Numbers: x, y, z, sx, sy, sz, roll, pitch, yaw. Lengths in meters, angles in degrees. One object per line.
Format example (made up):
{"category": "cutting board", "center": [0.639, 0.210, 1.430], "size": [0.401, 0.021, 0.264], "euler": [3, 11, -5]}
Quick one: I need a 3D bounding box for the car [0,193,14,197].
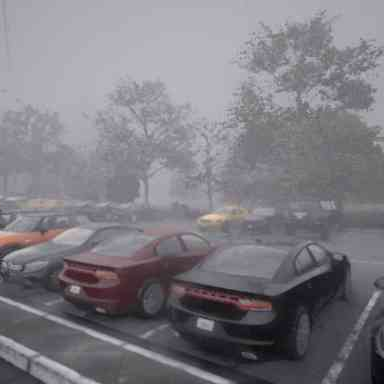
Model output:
{"category": "car", "center": [-20.188, 1.240, 38.293], "size": [2.002, 1.452, 4.674], "euler": [2, 1, 36]}

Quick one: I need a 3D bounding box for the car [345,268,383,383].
{"category": "car", "center": [3.858, 1.560, 4.659], "size": [2.163, 1.488, 4.792], "euler": [-1, -1, 36]}

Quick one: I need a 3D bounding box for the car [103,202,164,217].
{"category": "car", "center": [-4.284, 1.588, 26.749], "size": [2.231, 1.521, 4.892], "euler": [1, 0, 36]}

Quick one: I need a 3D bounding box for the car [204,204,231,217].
{"category": "car", "center": [2.277, 1.609, 21.770], "size": [1.946, 1.575, 5.366], "euler": [0, 0, 36]}

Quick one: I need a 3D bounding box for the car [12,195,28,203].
{"category": "car", "center": [-15.464, 1.361, 35.093], "size": [1.946, 1.575, 5.366], "euler": [2, 1, 36]}

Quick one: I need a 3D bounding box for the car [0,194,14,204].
{"category": "car", "center": [-17.816, 1.318, 36.605], "size": [2.163, 1.488, 4.792], "euler": [2, 1, 36]}

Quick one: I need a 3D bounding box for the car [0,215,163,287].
{"category": "car", "center": [-2.895, 1.648, 9.596], "size": [2.002, 1.452, 4.674], "euler": [-1, 0, 36]}

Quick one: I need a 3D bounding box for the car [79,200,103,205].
{"category": "car", "center": [-6.646, 1.560, 28.463], "size": [2.097, 1.535, 5.008], "euler": [1, 0, 36]}

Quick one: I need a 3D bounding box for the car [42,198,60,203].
{"category": "car", "center": [-11.178, 1.512, 31.720], "size": [2.163, 1.488, 4.792], "euler": [1, 1, 36]}

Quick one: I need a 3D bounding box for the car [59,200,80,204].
{"category": "car", "center": [-8.904, 1.526, 30.101], "size": [2.097, 1.535, 5.008], "euler": [1, 1, 36]}

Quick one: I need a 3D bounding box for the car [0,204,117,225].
{"category": "car", "center": [-5.135, 1.492, 11.256], "size": [2.185, 1.767, 4.553], "euler": [0, 0, 36]}

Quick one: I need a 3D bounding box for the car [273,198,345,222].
{"category": "car", "center": [6.917, 1.335, 18.669], "size": [2.435, 2.045, 5.566], "euler": [-1, 0, 36]}

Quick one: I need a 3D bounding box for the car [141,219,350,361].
{"category": "car", "center": [1.616, 1.564, 6.315], "size": [2.097, 1.535, 5.008], "euler": [-1, 0, 36]}

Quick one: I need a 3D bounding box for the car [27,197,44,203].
{"category": "car", "center": [-13.201, 1.427, 33.452], "size": [1.946, 1.575, 5.366], "euler": [2, 1, 36]}

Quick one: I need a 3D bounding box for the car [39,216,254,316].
{"category": "car", "center": [-0.643, 1.590, 7.951], "size": [2.097, 1.535, 5.008], "euler": [-1, 0, 36]}

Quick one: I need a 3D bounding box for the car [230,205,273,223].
{"category": "car", "center": [4.647, 1.603, 20.287], "size": [2.097, 1.535, 5.008], "euler": [0, 0, 36]}

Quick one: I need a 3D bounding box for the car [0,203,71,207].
{"category": "car", "center": [-7.386, 1.493, 12.888], "size": [2.185, 1.767, 4.553], "euler": [0, 0, 36]}

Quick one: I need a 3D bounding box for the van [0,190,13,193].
{"category": "van", "center": [-24.674, 0.796, 41.386], "size": [1.878, 1.987, 4.442], "euler": [2, 2, 36]}
